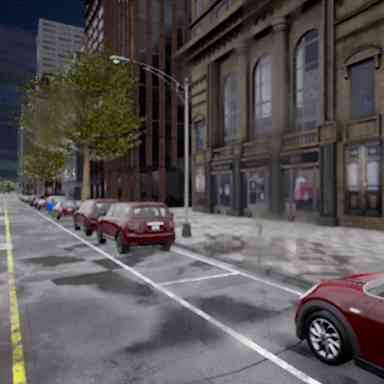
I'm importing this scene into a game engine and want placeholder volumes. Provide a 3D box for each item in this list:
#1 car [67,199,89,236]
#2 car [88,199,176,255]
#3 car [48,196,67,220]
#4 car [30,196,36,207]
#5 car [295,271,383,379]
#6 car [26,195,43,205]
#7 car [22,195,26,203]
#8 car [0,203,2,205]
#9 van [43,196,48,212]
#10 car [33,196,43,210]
[{"bbox_3d":[-5.183,1.306,18.415,2.192,1.841,5.009,0,0,-29],"label":"car"},{"bbox_3d":[-2.418,1.305,13.500,2.192,1.841,5.009,0,0,-29],"label":"car"},{"bbox_3d":[-10.712,1.435,28.246,1.967,1.590,4.097,0,0,-29],"label":"car"},{"bbox_3d":[-21.773,1.583,47.905,1.947,1.339,4.313,0,0,-29],"label":"car"},{"bbox_3d":[3.113,1.434,3.670,1.967,1.590,4.097,0,0,-29],"label":"car"},{"bbox_3d":[-24.539,1.345,52.821,2.192,1.841,5.009,0,0,-29],"label":"car"},{"bbox_3d":[-32.833,1.637,67.566,1.947,1.339,4.313,0,0,-29],"label":"car"},{"bbox_3d":[-19.845,1.495,32.531,2.128,1.511,4.902,0,0,-29],"label":"car"},{"bbox_3d":[-13.478,1.338,33.161,1.690,1.788,3.998,0,0,-29],"label":"van"},{"bbox_3d":[-19.009,1.588,42.991,1.802,1.307,4.206,0,0,-29],"label":"car"}]
